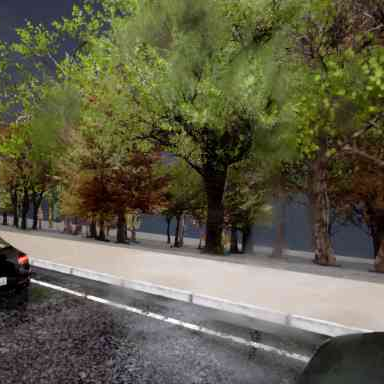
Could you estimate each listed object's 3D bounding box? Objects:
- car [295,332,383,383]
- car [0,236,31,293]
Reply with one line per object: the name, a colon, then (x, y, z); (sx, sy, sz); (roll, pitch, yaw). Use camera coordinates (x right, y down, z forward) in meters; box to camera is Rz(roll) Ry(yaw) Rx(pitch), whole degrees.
car: (2.630, 1.564, 1.810); (4.181, 1.385, 1.994); (0, 0, 35)
car: (-5.487, 1.524, 7.556); (4.674, 1.442, 1.812); (0, 0, 35)
